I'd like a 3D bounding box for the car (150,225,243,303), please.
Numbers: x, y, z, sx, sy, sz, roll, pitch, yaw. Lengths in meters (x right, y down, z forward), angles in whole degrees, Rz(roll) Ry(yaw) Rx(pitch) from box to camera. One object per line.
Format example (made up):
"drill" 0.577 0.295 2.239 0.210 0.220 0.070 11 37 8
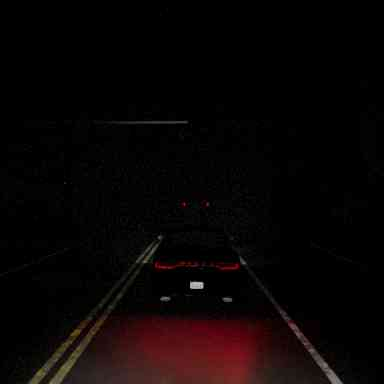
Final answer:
"car" 0.094 1.593 8.568 1.882 1.535 5.008 1 -1 0
